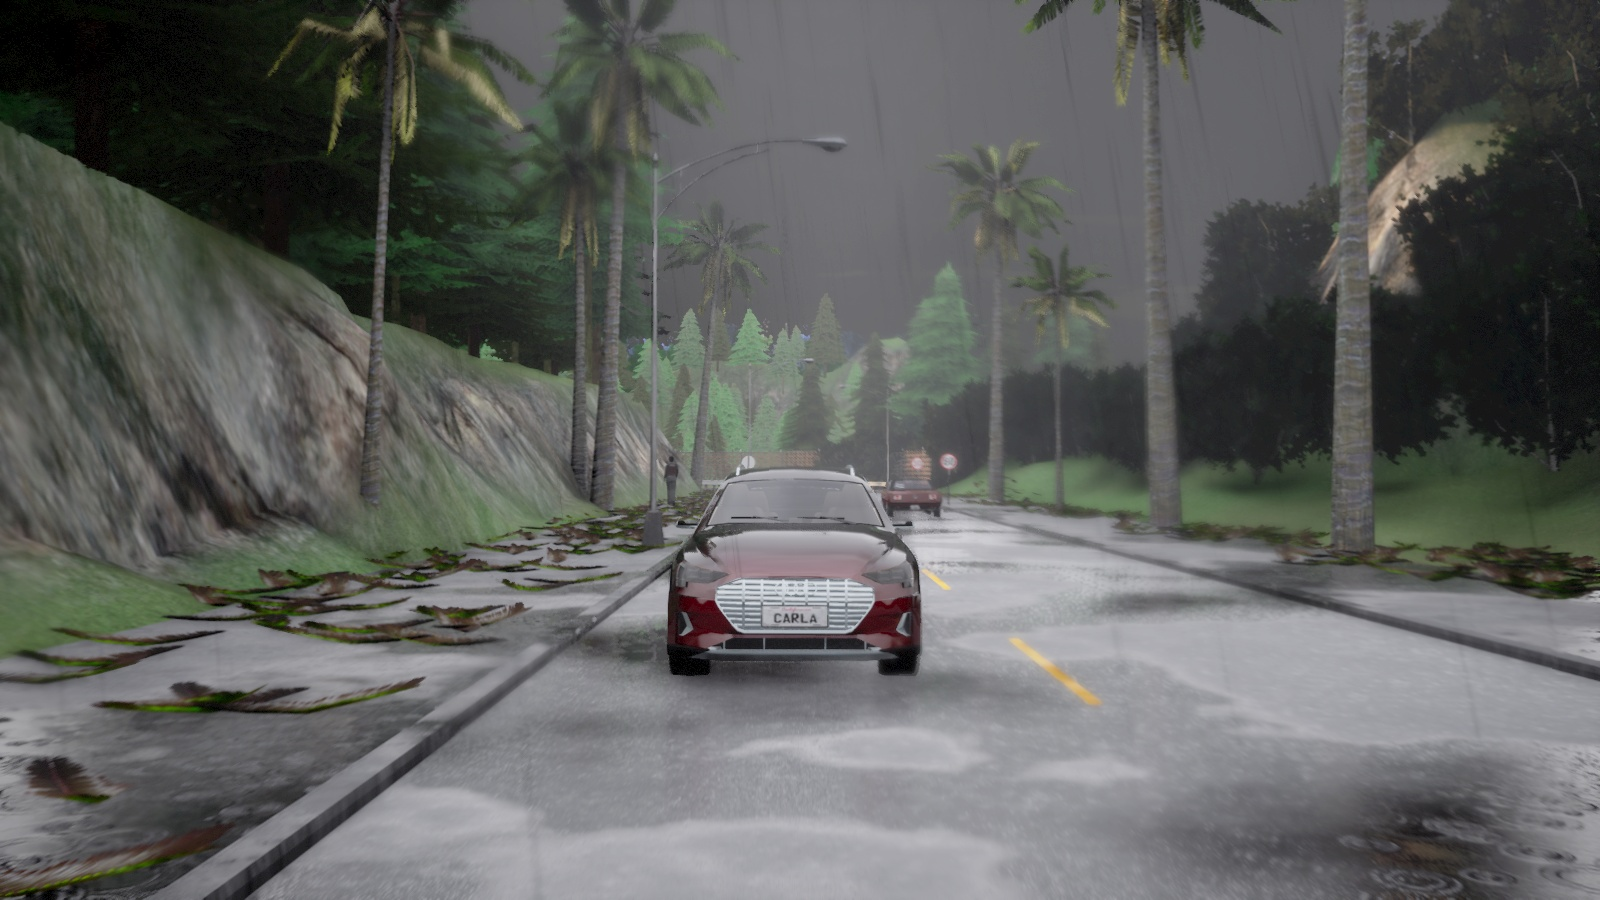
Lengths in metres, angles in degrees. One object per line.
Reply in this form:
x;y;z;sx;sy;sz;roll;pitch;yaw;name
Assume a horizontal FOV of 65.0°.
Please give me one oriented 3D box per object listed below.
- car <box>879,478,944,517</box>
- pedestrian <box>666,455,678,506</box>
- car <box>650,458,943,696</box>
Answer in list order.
3.906;1.647;44.705;1.895;1.301;4.718;0;-1;0;car
-4.879;1.170;47.773;0.402;1.930;0.666;0;-1;-9;pedestrian
-0.036;0.933;11.177;2.033;1.649;4.856;0;-1;0;car
